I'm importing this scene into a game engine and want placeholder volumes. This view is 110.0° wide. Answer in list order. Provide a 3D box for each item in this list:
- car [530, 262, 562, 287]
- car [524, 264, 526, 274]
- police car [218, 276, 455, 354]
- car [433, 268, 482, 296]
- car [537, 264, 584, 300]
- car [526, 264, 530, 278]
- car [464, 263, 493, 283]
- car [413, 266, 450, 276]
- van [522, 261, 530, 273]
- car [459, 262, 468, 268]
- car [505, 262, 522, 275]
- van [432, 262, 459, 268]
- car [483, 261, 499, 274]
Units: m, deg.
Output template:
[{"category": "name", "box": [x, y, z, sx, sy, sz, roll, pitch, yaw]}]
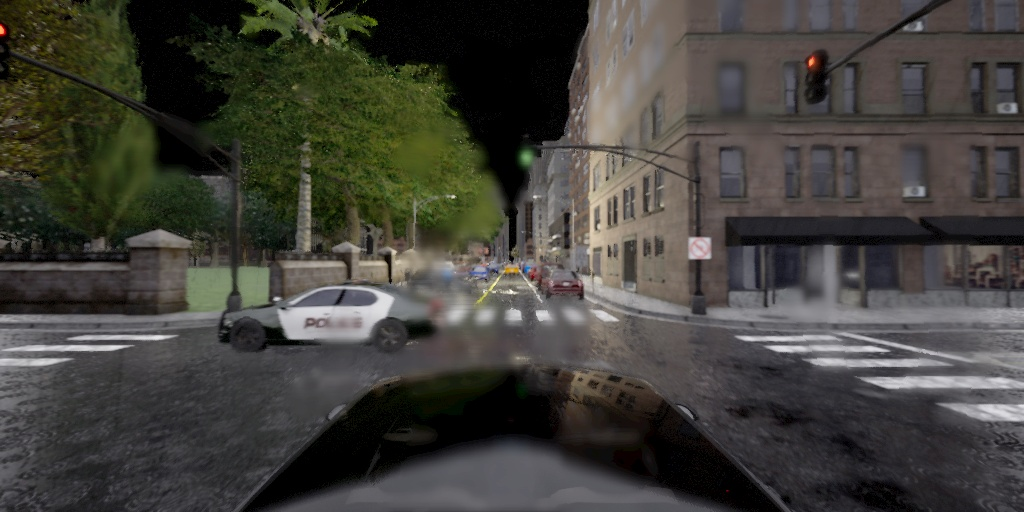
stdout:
[{"category": "car", "box": [2.669, 1.383, 25.017, 2.192, 1.841, 5.009, 0, 0, 0]}, {"category": "car", "box": [2.670, 1.871, 41.241, 1.802, 1.307, 4.207, 0, 0, 0]}, {"category": "police car", "box": [-4.078, 1.356, 8.496, 4.974, 1.542, 2.038, 0, -1, 0]}, {"category": "car", "box": [-3.093, 1.583, 21.269, 1.994, 1.385, 4.181, 0, -1, 0]}, {"category": "car", "box": [2.669, 1.435, 19.609, 1.967, 1.591, 4.097, 0, 0, 0]}, {"category": "car", "box": [2.670, 1.760, 35.832, 1.888, 1.381, 4.507, 0, 0, 0]}, {"category": "car", "box": [-3.098, 1.717, 33.949, 1.812, 1.442, 4.674, 0, 0, 1]}, {"category": "car", "box": [-5.856, 1.637, 25.035, 1.948, 1.339, 4.313, 0, 0, 0]}, {"category": "van", "box": [2.671, 1.776, 52.056, 1.690, 1.789, 3.998, 0, 0, 0]}, {"category": "car", "box": [-5.856, 1.657, 35.848, 1.967, 1.591, 4.097, 0, 0, 0]}, {"category": "car", "box": [0.003, 1.888, 50.212, 1.882, 1.535, 5.008, 0, -1, 0]}, {"category": "van", "box": [-5.856, 1.485, 30.441, 1.690, 1.789, 3.998, 0, 0, 0]}, {"category": "car", "box": [-3.002, 1.954, 54.837, 1.882, 1.535, 5.008, 0, -1, 0]}]
